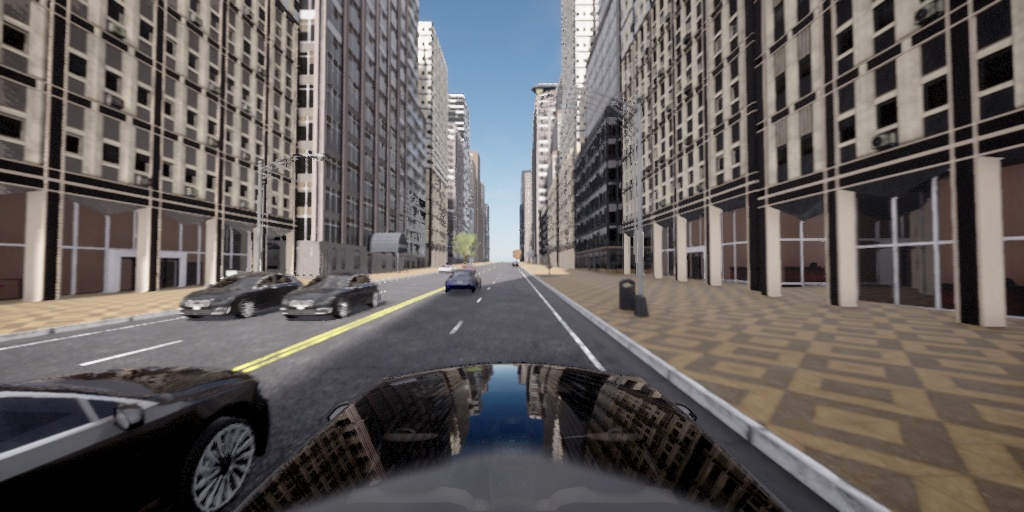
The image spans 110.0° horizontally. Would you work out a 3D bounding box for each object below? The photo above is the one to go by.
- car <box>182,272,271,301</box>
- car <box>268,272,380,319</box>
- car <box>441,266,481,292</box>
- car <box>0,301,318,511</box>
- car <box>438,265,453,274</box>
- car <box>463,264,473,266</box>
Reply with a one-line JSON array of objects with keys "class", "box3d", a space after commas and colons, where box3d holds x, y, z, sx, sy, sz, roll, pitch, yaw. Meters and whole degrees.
[{"class": "car", "box3d": [-9.852, 1.403, 13.626, 1.837, 1.490, 4.892, 0, -1, 0]}, {"class": "car", "box3d": [-6.603, 1.403, 13.632, 1.837, 1.490, 4.892, 0, -1, 0]}, {"class": "car", "box3d": [-3.158, 1.589, 23.747, 1.994, 1.385, 4.181, 0, -1, 0]}, {"class": "car", "box3d": [-3.156, 1.237, 1.357, 2.128, 1.511, 4.902, 0, -1, 0]}, {"class": "car", "box3d": [-9.838, 2.007, 54.242, 1.895, 1.301, 4.718, 0, -1, 0]}, {"class": "car", "box3d": [-6.591, 1.931, 54.156, 1.812, 1.442, 4.674, 0, -1, 0]}]
